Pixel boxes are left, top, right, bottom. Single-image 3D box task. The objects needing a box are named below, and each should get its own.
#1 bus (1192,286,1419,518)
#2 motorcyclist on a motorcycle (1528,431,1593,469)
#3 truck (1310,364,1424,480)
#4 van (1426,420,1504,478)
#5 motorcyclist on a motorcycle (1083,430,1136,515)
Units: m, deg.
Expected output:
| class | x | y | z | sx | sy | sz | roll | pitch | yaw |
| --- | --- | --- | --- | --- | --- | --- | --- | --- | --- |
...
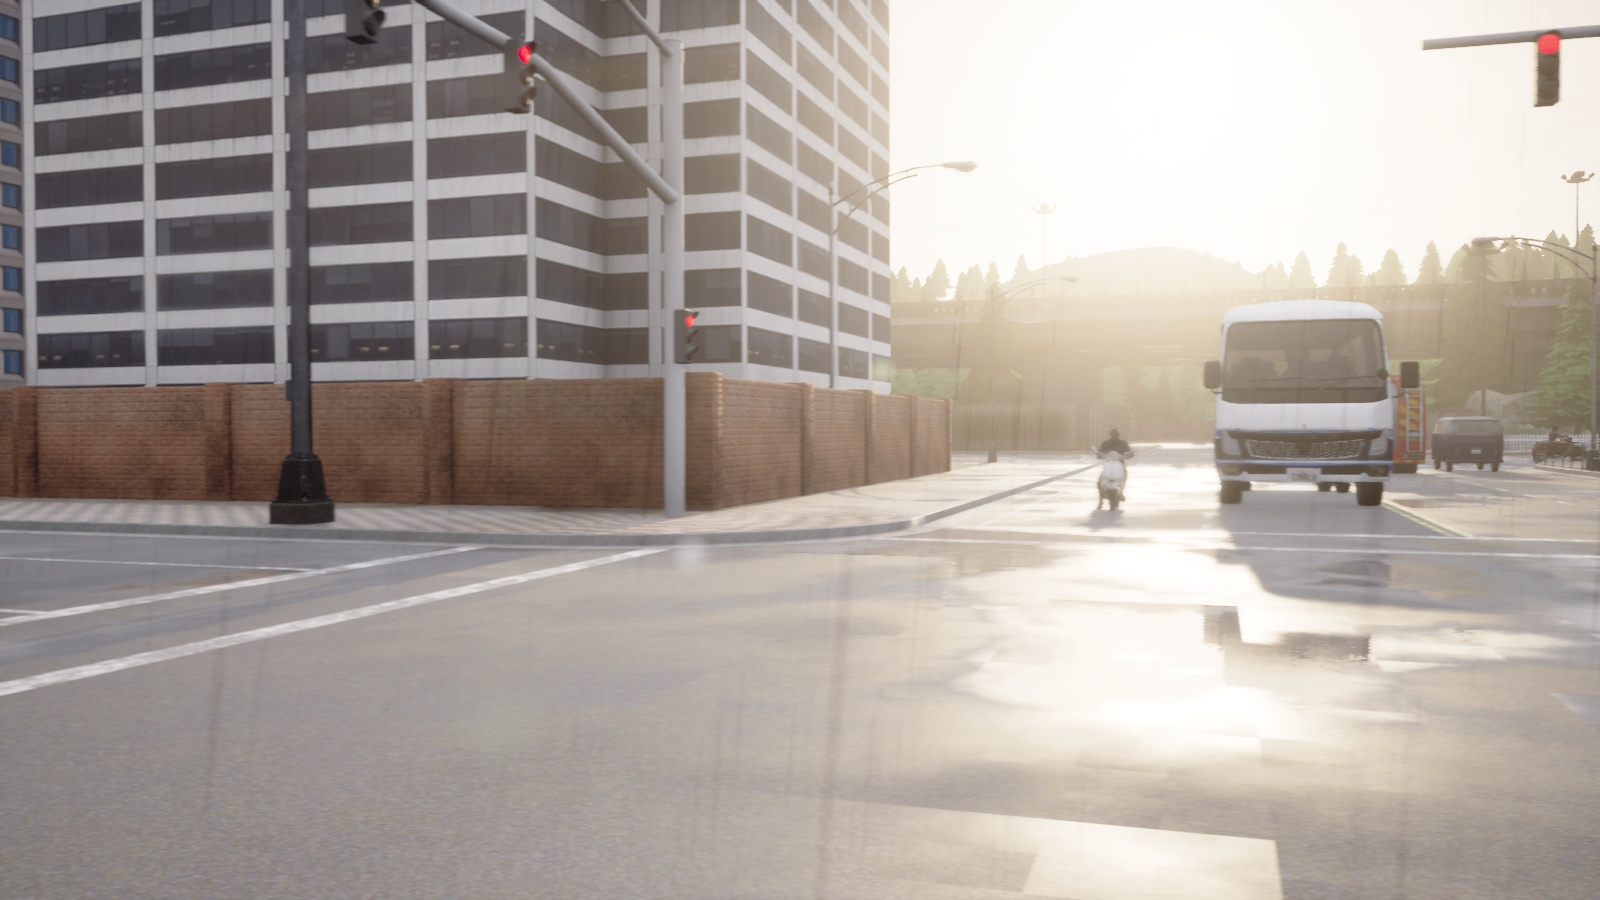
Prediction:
| class | x | y | z | sx | sy | sz | roll | pitch | yaw |
| --- | --- | --- | --- | --- | --- | --- | --- | --- | --- |
| bus | 11.071 | -0.965 | 28.514 | 3.944 | 4.253 | 10.273 | 1 | 1 | 18 |
| motorcyclist on a motorcycle | 33.333 | -0.007 | 55.075 | 2.350 | 1.649 | 0.766 | 0 | 2 | 2 |
| truck | 20.444 | -0.993 | 45.719 | 2.891 | 3.827 | 8.468 | 1 | 1 | 18 |
| van | 24.113 | -0.062 | 45.691 | 1.775 | 1.987 | 4.442 | 1 | 1 | 18 |
| motorcyclist on a motorcycle | 6.081 | 0.409 | 24.608 | 0.866 | 1.590 | 1.817 | 1 | 1 | 18 |
